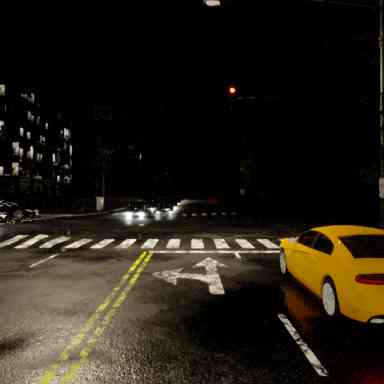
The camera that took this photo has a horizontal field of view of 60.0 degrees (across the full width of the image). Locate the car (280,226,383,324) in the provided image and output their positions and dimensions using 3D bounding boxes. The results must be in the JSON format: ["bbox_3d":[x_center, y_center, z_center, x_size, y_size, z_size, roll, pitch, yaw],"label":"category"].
[{"bbox_3d":[3.362,1.475,7.351,1.882,1.535,5.008,-1,0,0],"label":"car"}]

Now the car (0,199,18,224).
[{"bbox_3d":[-13.027,1.120,19.099,4.892,1.490,1.837,1,-3,6],"label":"car"}]

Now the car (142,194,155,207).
[{"bbox_3d":[-6.595,1.254,50.882,2.150,2.045,5.566,0,0,0],"label":"car"}]

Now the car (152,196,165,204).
[{"bbox_3d":[-6.528,1.521,65.372,1.882,1.535,5.008,0,0,0],"label":"car"}]

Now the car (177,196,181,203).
[{"bbox_3d":[-3.335,1.528,53.389,2.128,1.511,4.902,0,0,0],"label":"car"}]

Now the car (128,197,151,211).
[{"bbox_3d":[-6.594,1.628,41.118,1.895,1.301,4.718,0,0,0],"label":"car"}]

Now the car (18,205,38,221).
[{"bbox_3d":[-13.431,1.256,23.316,4.902,1.511,2.128,1,-2,-9],"label":"car"}]

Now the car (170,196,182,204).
[{"bbox_3d":[-3.255,1.593,68.215,2.033,1.411,5.357,0,0,0],"label":"car"}]

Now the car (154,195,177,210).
[{"bbox_3d":[-3.345,1.506,42.519,1.882,1.535,5.008,0,0,0],"label":"car"}]

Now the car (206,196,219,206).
[{"bbox_3d":[3.354,1.494,54.974,1.882,1.535,5.008,-1,0,0],"label":"car"}]
